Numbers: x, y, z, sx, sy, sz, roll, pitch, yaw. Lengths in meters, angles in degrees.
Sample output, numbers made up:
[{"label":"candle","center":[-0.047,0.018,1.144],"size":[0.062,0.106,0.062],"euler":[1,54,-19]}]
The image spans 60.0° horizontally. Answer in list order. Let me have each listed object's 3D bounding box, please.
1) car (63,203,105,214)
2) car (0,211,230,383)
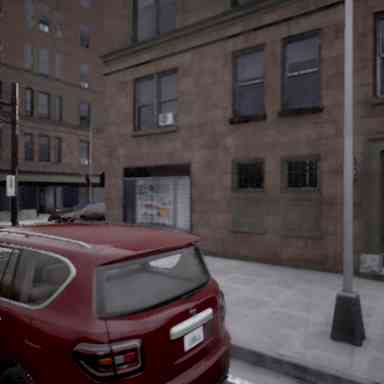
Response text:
[{"label":"car","center":[-7.088,1.446,22.950],"size":[2.033,1.411,5.357],"euler":[0,0,36]},{"label":"car","center":[-1.930,1.303,4.184],"size":[5.009,1.841,2.192],"euler":[0,0,35]}]
